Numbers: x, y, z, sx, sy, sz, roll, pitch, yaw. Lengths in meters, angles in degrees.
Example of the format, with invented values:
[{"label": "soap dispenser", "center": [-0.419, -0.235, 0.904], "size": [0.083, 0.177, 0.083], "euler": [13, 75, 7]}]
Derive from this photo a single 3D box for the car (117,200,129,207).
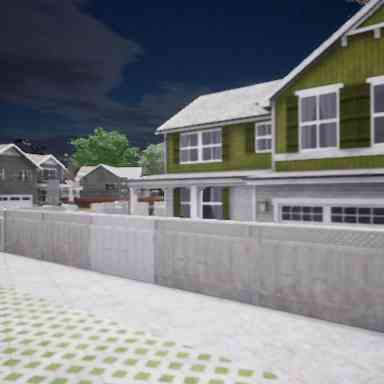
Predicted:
[{"label": "car", "center": [-7.227, 1.655, 37.243], "size": [2.128, 1.511, 4.902], "euler": [0, 0, 19]}]
